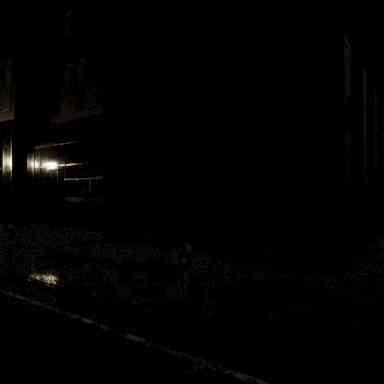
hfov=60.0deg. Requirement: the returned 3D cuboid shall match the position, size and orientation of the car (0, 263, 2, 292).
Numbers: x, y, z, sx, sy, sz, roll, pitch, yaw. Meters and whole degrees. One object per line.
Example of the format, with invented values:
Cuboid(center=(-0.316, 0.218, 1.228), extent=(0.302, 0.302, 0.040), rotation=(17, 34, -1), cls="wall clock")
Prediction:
Cuboid(center=(-5.704, 1.566, 7.034), extent=(4.313, 1.339, 1.947), rotation=(0, 0, 35), cls="car")
